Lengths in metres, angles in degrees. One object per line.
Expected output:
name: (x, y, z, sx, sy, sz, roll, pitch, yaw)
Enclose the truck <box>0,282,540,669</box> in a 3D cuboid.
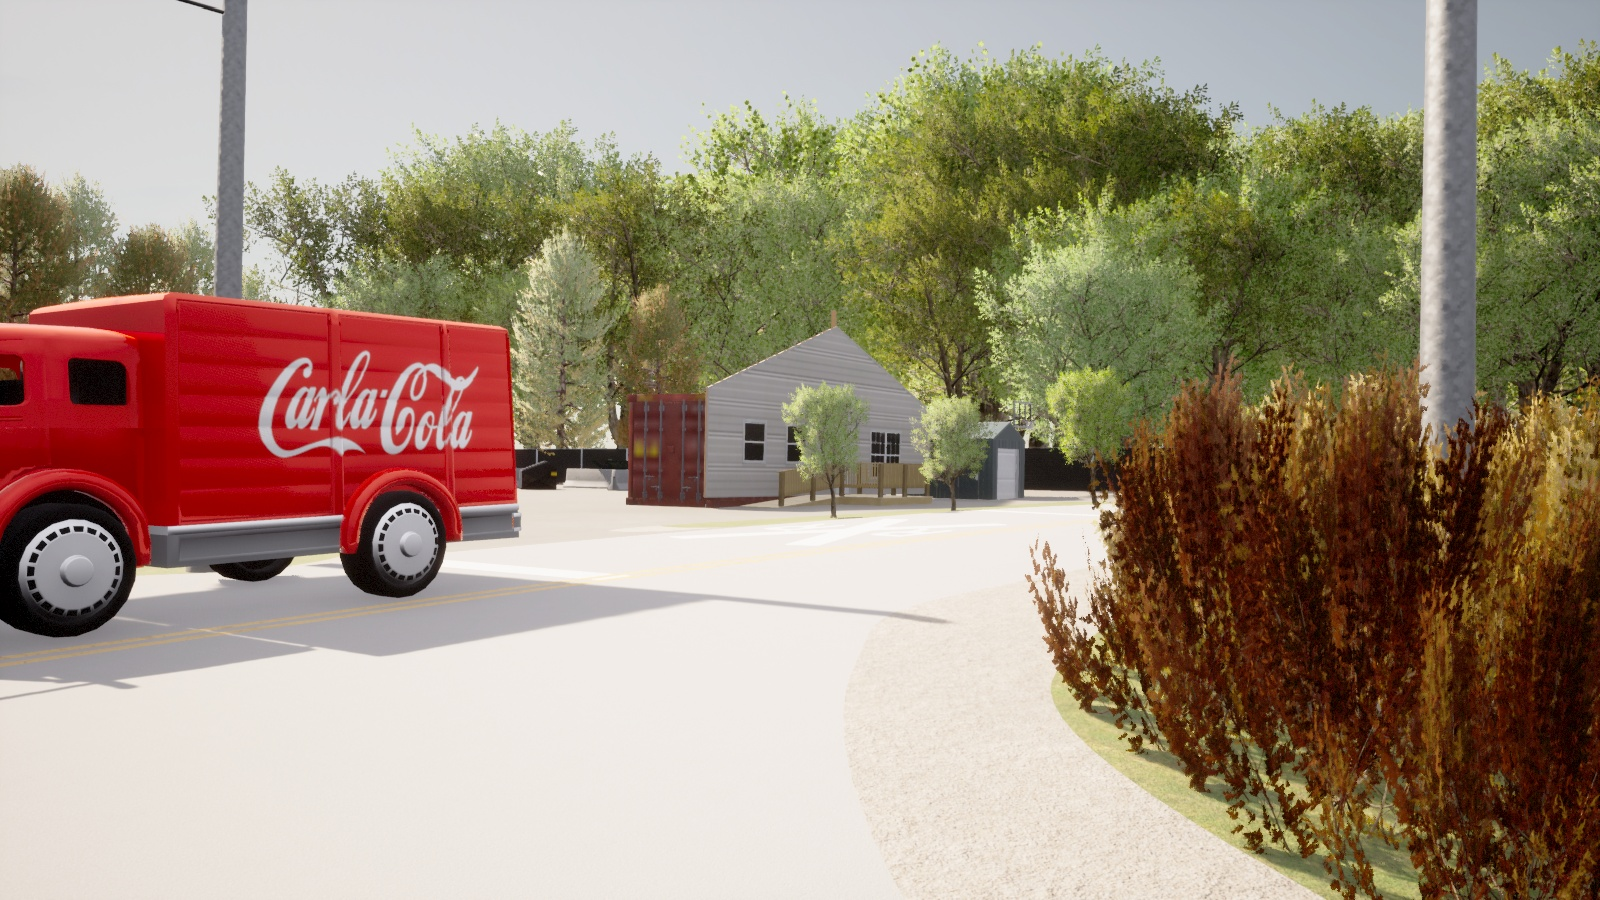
truck: (-5.027, 0.128, 10.451, 2.627, 2.467, 5.204, -1, 1, 34)
